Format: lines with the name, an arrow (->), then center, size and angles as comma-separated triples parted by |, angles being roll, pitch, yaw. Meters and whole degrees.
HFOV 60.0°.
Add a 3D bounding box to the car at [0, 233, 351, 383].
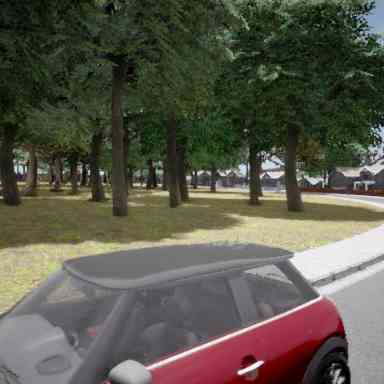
car -> -0.603, 1.352, 2.886 | 4.553, 1.767, 2.097 | 0, 0, -38
